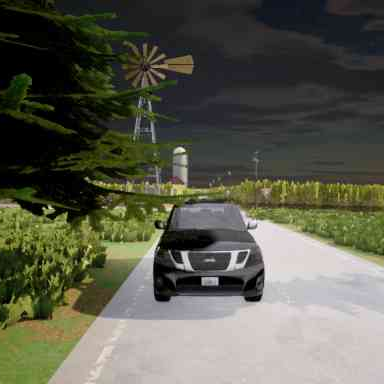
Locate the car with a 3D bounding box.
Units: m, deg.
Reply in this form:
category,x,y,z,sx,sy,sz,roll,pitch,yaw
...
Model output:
category,x,y,z,sx,sy,sz,roll,pitch,yaw
car,0.333,1.221,8.623,2.150,2.045,5.566,0,0,0
